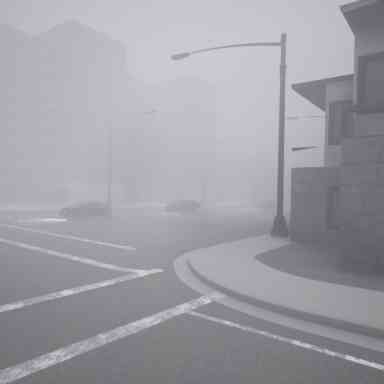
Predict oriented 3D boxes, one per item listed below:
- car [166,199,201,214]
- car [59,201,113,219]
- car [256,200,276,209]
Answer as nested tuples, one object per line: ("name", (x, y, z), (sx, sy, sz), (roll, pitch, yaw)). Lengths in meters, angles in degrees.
("car", (-0.866, 1.559, 36.985), (1.837, 1.490, 4.892), (2, 0, 37))
("car", (-8.429, 1.397, 26.787), (1.994, 1.385, 4.181), (2, 0, 37))
("car", (12.180, 1.994, 54.439), (2.128, 1.511, 4.902), (2, 0, 37))
